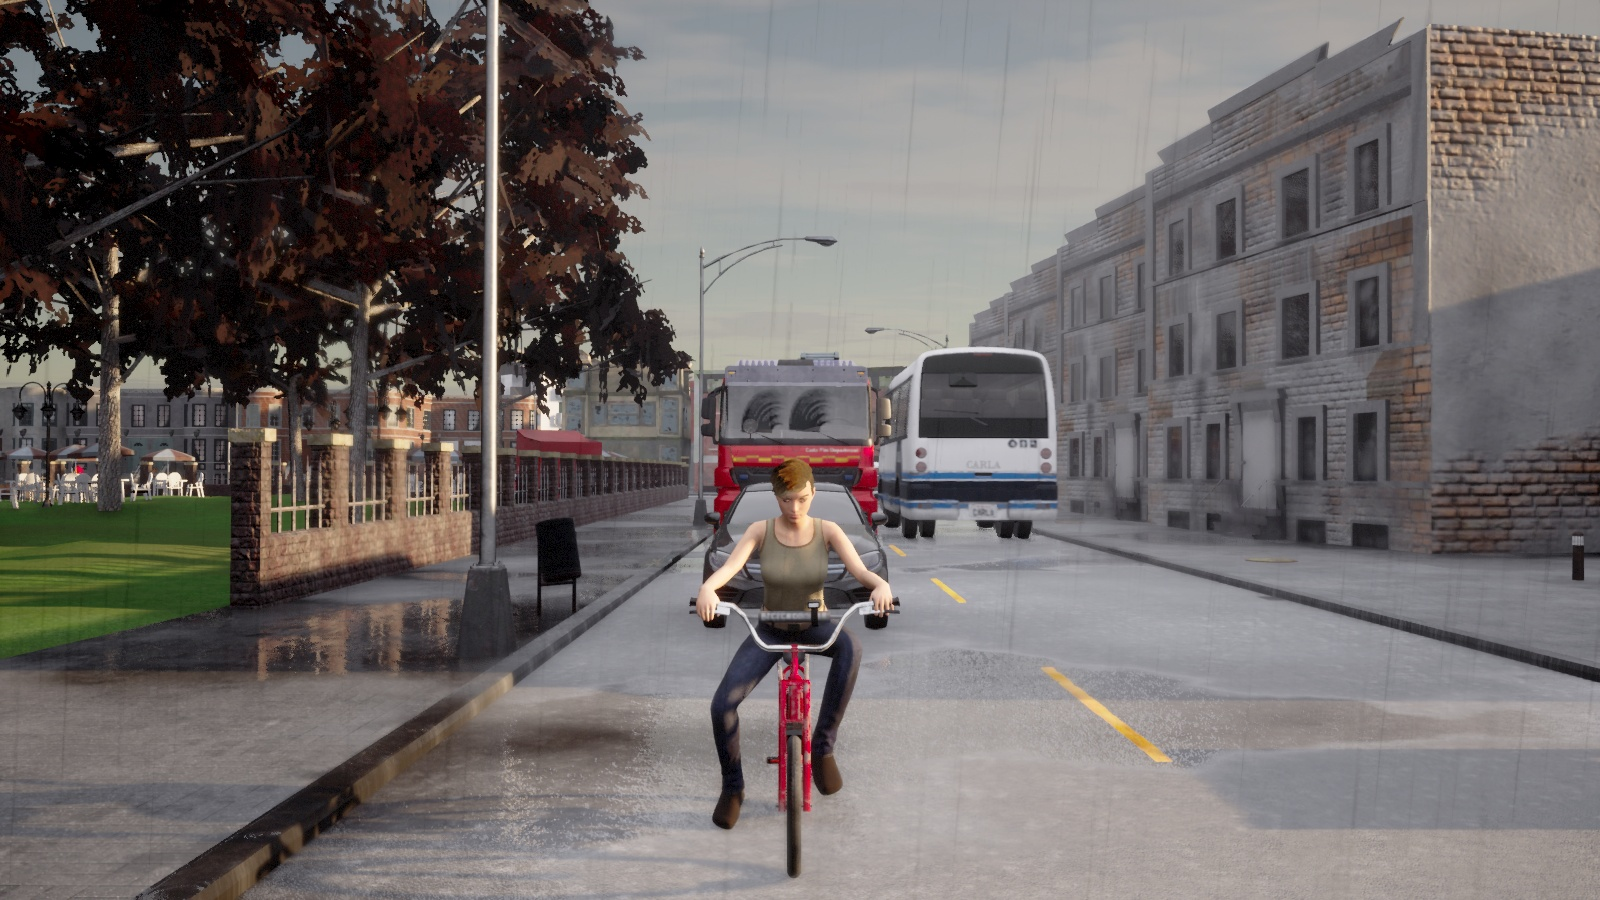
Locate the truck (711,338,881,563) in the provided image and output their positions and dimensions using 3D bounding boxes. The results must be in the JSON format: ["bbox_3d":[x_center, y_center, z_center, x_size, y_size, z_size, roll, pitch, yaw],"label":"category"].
[{"bbox_3d":[-0.086,0.079,25.617,2.891,3.827,8.468,0,-1,0],"label":"truck"}]

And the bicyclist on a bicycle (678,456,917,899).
[{"bbox_3d":[-0.018,0.841,5.330,0.866,1.612,1.509,0,-1,-1],"label":"bicyclist on a bicycle"}]

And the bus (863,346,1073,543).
[{"bbox_3d":[3.885,-0.037,32.242,3.944,4.253,10.273,0,-1,0],"label":"bus"}]

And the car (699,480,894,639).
[{"bbox_3d":[-0.041,1.076,14.025,1.812,1.442,4.674,0,-1,0],"label":"car"}]
